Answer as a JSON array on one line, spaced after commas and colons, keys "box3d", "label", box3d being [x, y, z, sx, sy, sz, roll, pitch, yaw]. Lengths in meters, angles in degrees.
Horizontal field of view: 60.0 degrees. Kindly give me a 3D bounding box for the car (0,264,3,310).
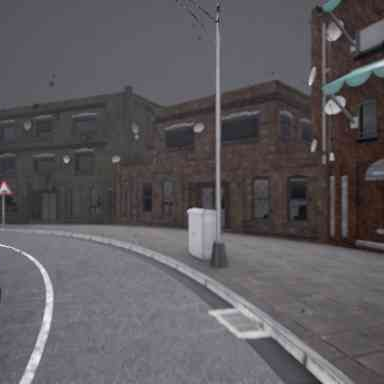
[{"box3d": [-3.614, 1.519, 3.637, 1.882, 1.535, 5.008, 0, 0, -16], "label": "car"}]
